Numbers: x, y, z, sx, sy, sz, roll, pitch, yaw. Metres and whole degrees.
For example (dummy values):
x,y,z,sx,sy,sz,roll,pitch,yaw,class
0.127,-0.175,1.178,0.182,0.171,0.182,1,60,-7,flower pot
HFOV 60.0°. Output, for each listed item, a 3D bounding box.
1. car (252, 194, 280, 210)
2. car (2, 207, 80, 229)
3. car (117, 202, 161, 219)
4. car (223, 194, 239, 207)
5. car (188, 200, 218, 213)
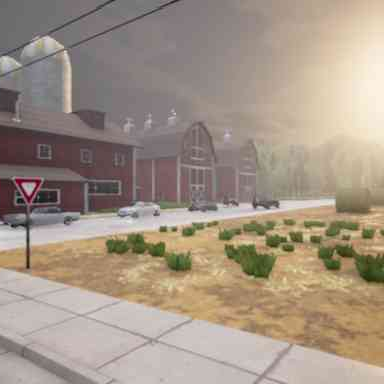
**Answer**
x,y,z,sx,sy,sz,roll,pitch,yaw,class
10.202,1.315,45.828,2.150,2.045,5.566,0,0,36,car
-10.184,1.716,22.751,1.895,1.301,4.718,0,0,35,car
-4.764,1.641,30.556,1.812,1.442,4.674,0,0,35,car
6.267,1.289,53.713,1.905,1.878,3.866,5,1,-8,car
1.294,1.681,39.314,1.994,1.385,4.181,0,0,35,car
